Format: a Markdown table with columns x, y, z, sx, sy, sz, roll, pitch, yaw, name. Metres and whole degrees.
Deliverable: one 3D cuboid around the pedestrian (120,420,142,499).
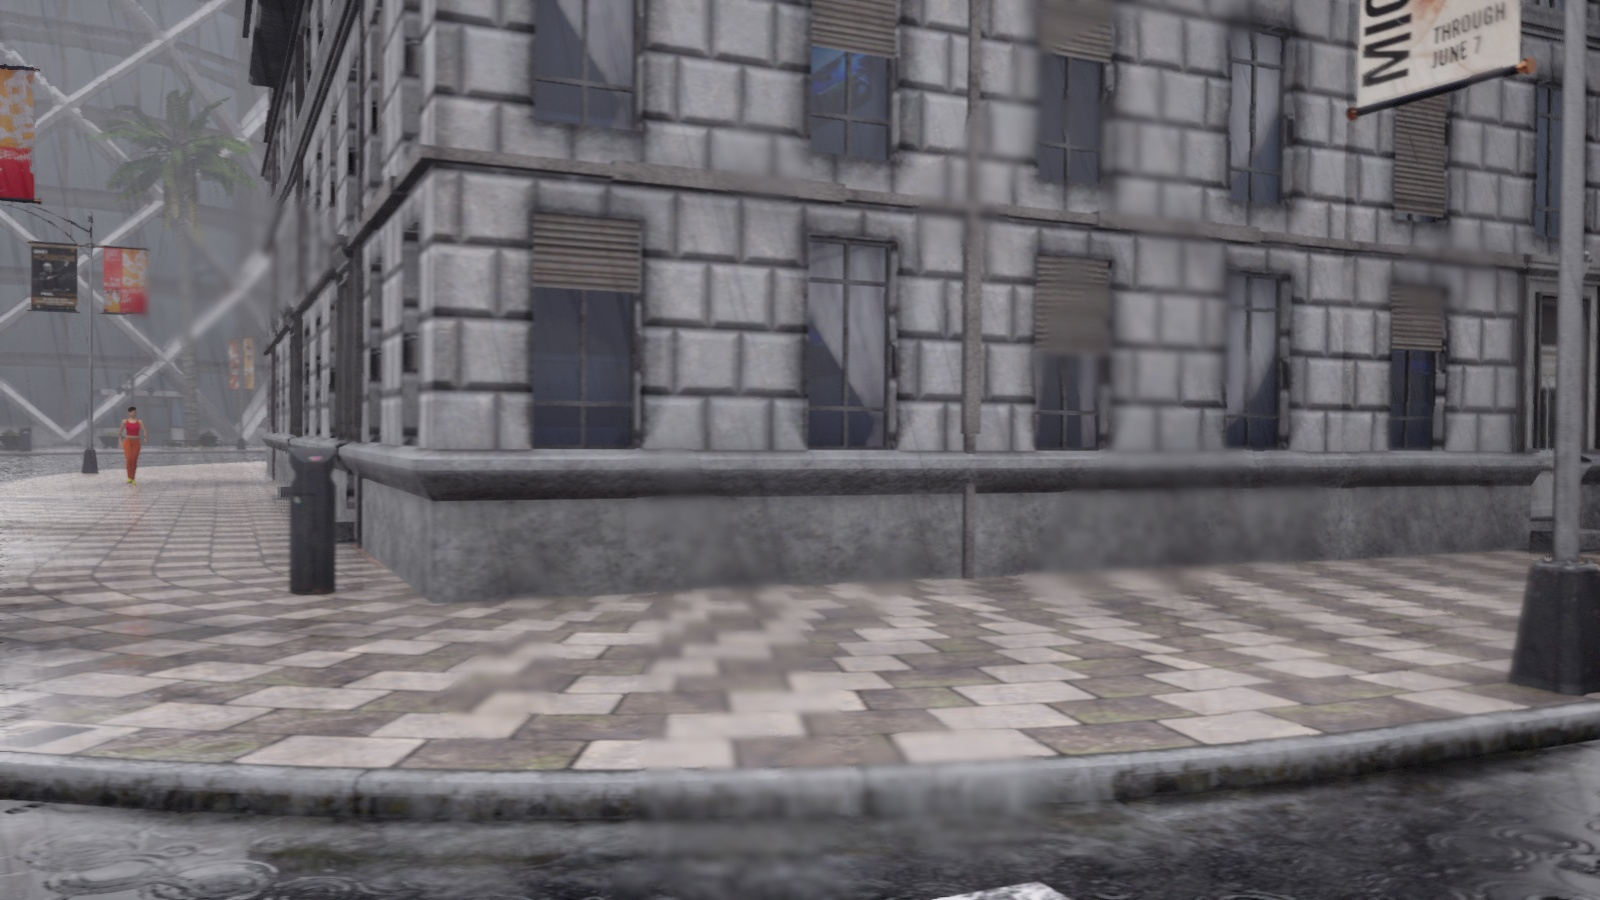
| x | y | z | sx | sy | sz | roll | pitch | yaw | name |
| --- | --- | --- | --- | --- | --- | --- | --- | --- | --- |
| -15.639 | 0.215 | 29.359 | 0.345 | 1.836 | 0.594 | -1 | 1 | -36 | pedestrian |
